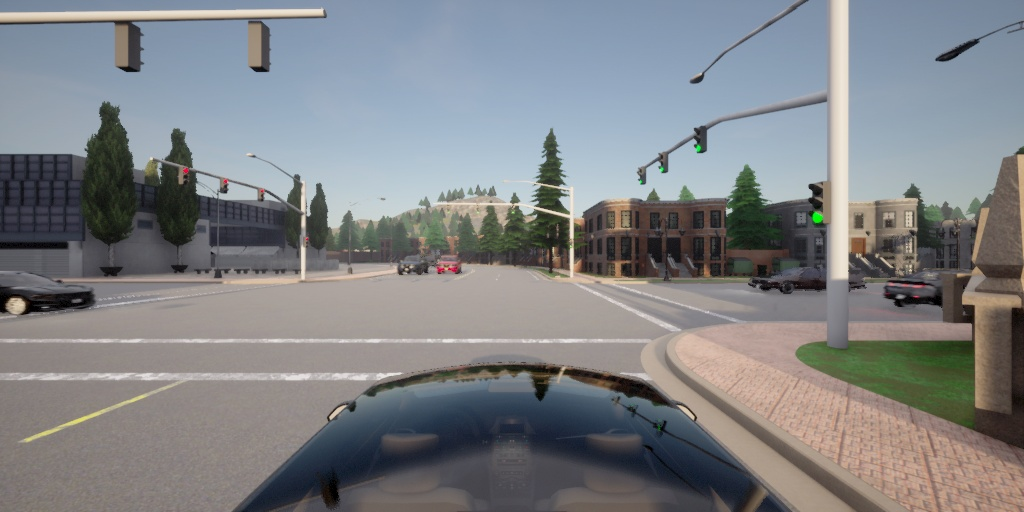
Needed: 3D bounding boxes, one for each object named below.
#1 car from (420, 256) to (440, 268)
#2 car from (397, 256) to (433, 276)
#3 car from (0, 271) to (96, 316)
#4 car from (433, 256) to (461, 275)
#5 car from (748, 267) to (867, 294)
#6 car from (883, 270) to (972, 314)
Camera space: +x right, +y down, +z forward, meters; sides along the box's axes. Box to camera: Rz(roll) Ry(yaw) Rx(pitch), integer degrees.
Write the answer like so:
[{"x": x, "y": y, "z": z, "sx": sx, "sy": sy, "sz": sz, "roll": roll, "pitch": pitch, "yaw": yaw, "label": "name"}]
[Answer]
[{"x": -13.859, "y": 0.972, "z": 60.142, "sx": 2.150, "sy": 2.045, "sz": 5.566, "roll": 0, "pitch": 0, "yaw": -24, "label": "car"}, {"x": -10.231, "y": 0.972, "z": 37.522, "sx": 2.150, "sy": 2.045, "sz": 5.566, "roll": 0, "pitch": 0, "yaw": -1, "label": "car"}, {"x": -17.913, "y": 1.278, "z": 12.710, "sx": 5.008, "sy": 1.535, "sz": 1.882, "roll": 1, "pitch": 0, "yaw": 0, "label": "car"}, {"x": -6.777, "y": 0.969, "z": 38.996, "sx": 2.150, "sy": 2.045, "sz": 5.566, "roll": 0, "pitch": 0, "yaw": -3, "label": "car"}, {"x": 16.227, "y": 1.297, "z": 19.804, "sx": 5.357, "sy": 1.411, "sz": 2.033, "roll": 0, "pitch": 0, "yaw": 0, "label": "car"}, {"x": 16.202, "y": 1.248, "z": 12.708, "sx": 4.902, "sy": 1.511, "sz": 2.128, "roll": 0, "pitch": 0, "yaw": 0, "label": "car"}]
